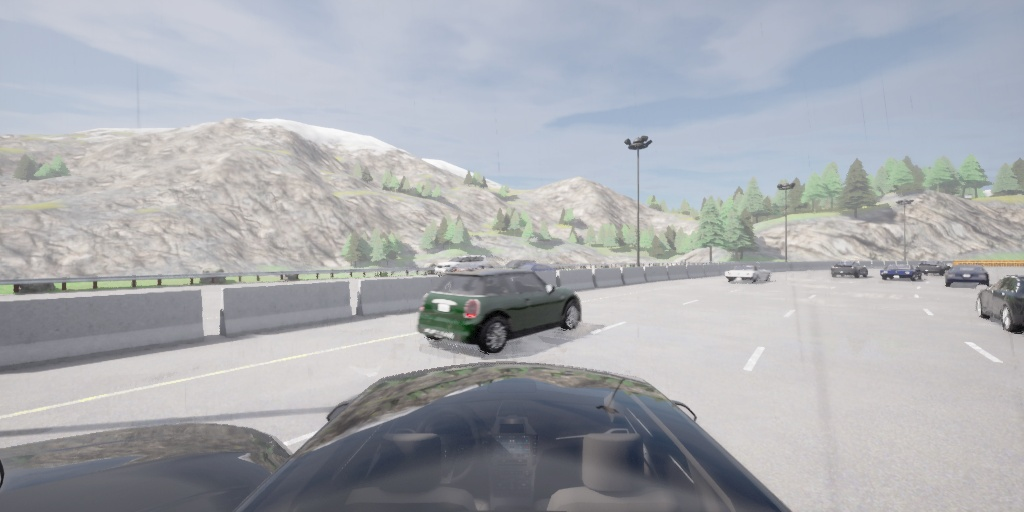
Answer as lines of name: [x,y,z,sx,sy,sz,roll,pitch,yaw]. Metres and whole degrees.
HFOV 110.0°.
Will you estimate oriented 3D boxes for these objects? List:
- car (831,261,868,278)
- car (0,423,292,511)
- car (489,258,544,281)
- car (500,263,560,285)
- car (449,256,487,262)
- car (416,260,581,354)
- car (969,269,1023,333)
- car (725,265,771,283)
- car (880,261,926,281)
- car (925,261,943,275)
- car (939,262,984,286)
car: [31.370,1.241,33.320,4.902,1.511,2.128,0,0,-35]
car: [-2.982,1.255,0.505,4.892,1.490,1.837,0,0,-45]
car: [0.471,1.102,30.554,4.553,1.767,2.097,0,0,-44]
car: [1.413,1.275,26.579,4.674,1.442,1.812,0,0,-45]
car: [-4.773,0.971,35.251,5.566,2.045,2.150,0,0,-44]
car: [-0.071,1.103,9.153,2.097,1.767,4.553,0,0,40]
car: [14.602,1.255,9.800,1.837,1.490,4.892,0,0,44]
car: [18.256,1.351,27.613,4.718,1.301,1.895,0,0,-40]
car: [32.304,1.351,29.710,4.718,1.301,1.895,0,0,-35]
car: [43.308,1.241,36.844,4.902,1.511,2.128,0,0,-31]
car: [30.951,1.298,24.364,5.357,1.411,2.033,0,0,-38]
